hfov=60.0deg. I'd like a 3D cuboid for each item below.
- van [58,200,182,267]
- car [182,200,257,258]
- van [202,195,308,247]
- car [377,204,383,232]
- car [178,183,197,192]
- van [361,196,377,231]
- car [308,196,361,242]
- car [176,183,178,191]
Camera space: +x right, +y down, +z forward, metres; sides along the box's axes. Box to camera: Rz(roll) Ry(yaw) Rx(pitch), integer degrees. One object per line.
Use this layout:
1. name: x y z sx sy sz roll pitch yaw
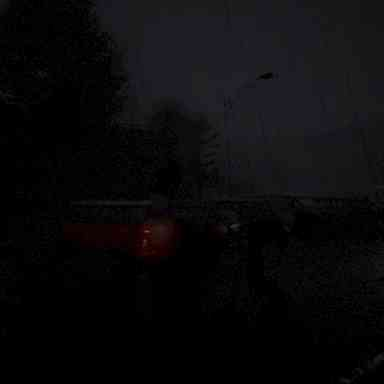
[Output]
1. van: -2.772 1.256 11.323 4.442 1.987 1.878 -1 0 36
2. car: -0.156 1.339 12.910 4.553 1.767 2.185 -1 0 36
3. van: 2.410 1.223 14.536 4.442 1.987 1.878 -1 -1 36
4. car: 9.796 1.405 19.598 5.008 1.535 2.097 -1 0 36
5. car: -0.434 -0.746 63.198 2.163 1.488 4.792 1 6 17
6. van: 7.203 1.196 18.004 4.442 1.987 1.878 -1 0 36
7. car: 4.832 1.184 16.256 5.566 2.045 2.435 -1 -1 36
8. car: -2.808 -0.905 64.970 2.231 1.521 4.892 1 6 16
